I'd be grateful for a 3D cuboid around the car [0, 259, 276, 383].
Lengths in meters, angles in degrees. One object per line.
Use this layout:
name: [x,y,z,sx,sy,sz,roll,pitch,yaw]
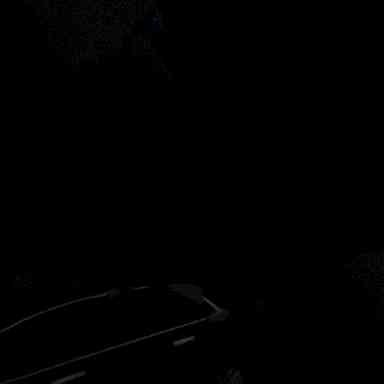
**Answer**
car: [-1.318,1.509,3.050,4.892,1.490,1.837,1,0,-35]
